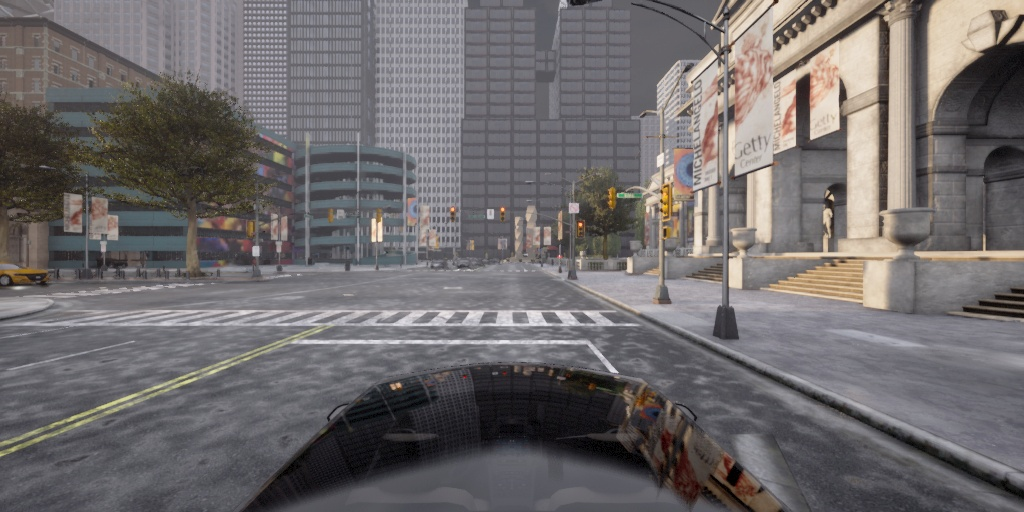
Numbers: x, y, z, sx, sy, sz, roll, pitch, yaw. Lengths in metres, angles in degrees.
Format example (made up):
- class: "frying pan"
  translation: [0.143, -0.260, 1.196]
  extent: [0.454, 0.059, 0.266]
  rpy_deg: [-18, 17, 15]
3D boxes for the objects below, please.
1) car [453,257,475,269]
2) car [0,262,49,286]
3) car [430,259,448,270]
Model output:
- class: "car"
  translation: [-7.003, 1.191, 52.950]
  extent: [1.837, 1.490, 4.892]
  rpy_deg: [0, 0, 0]
- class: "car"
  translation: [-34.048, 1.149, 23.824]
  extent: [5.008, 1.535, 1.882]
  rpy_deg: [0, 0, -1]
- class: "car"
  translation: [-10.505, 1.174, 51.985]
  extent: [2.128, 1.511, 4.902]
  rpy_deg: [0, 0, 0]
